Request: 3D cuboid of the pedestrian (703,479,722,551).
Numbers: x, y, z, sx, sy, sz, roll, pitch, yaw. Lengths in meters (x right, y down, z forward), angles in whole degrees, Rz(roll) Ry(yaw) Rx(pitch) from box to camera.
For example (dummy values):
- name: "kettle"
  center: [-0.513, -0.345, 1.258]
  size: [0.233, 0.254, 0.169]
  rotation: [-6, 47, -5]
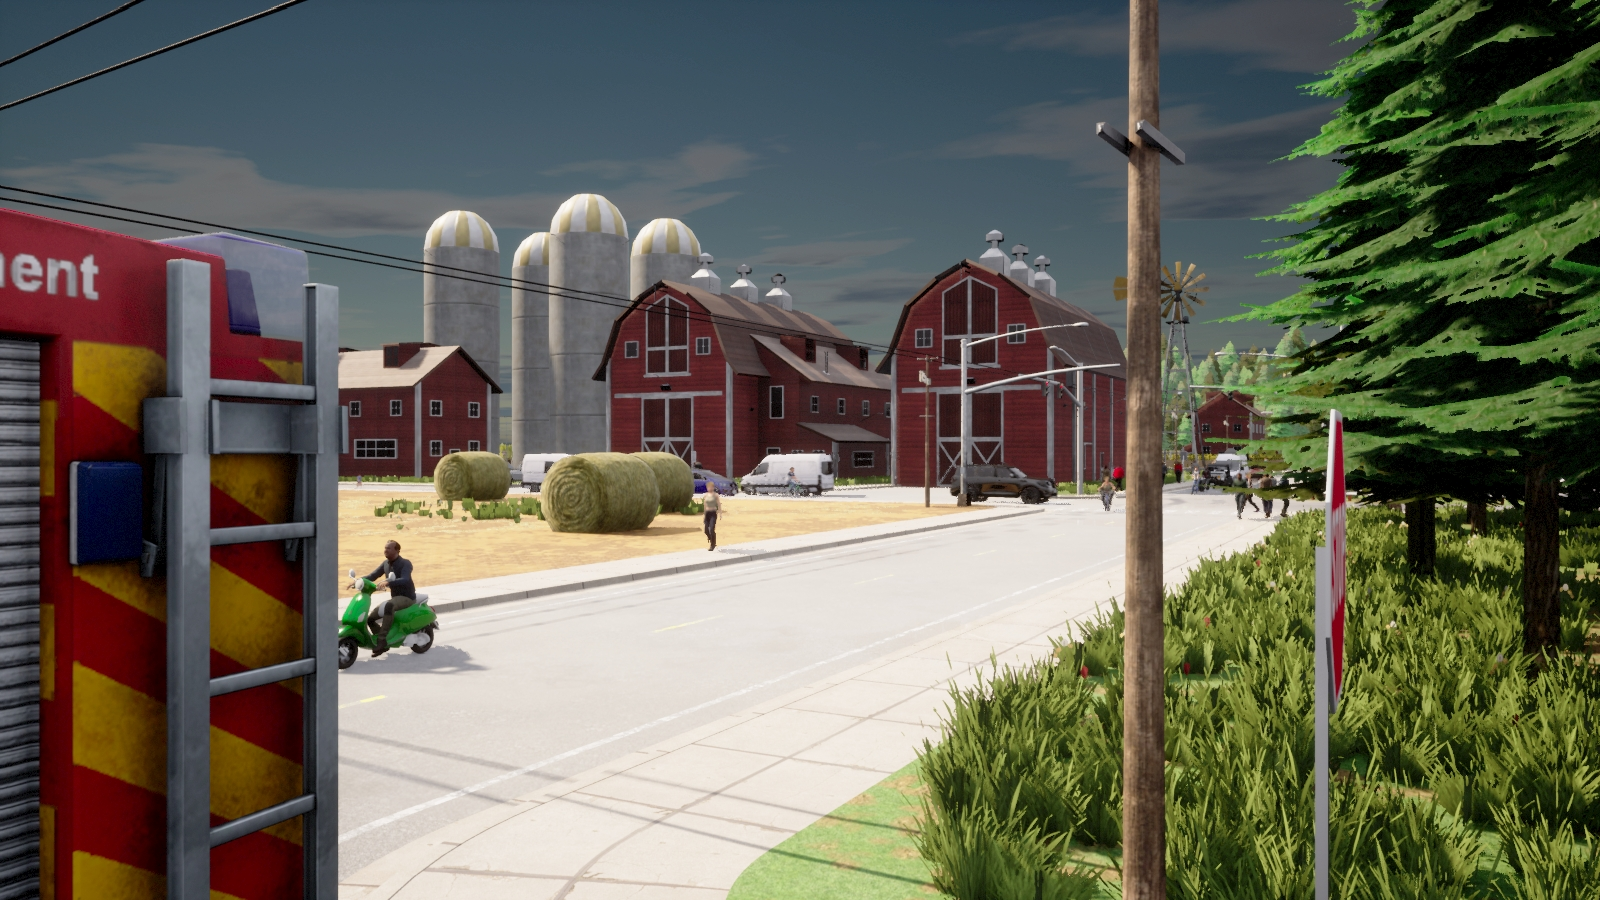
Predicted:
- name: "pedestrian"
  center: [-2.294, 1.694, 30.041]
  size: [0.375, 1.860, 0.375]
  rotation: [0, 0, 25]

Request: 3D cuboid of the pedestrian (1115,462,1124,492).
- name: "pedestrian"
  center: [20.167, 1.696, 72.125]
  size: [0.375, 1.860, 0.375]
  rotation: [0, 0, -45]

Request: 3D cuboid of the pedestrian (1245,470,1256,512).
- name: "pedestrian"
  center: [20.189, 1.841, 51.174]
  size: [0.375, 1.860, 0.375]
  rotation: [0, 0, 32]

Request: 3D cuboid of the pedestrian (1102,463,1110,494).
- name: "pedestrian"
  center: [18.327, 1.696, 68.460]
  size: [0.375, 1.860, 0.375]
  rotation: [0, 0, 37]

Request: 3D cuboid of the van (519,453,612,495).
- name: "van"
  center: [-15.055, 1.508, 73.379]
  size: [5.915, 2.561, 1.988]
  rotation: [0, 0, 27]

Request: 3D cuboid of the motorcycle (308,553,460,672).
- name: "motorcycle"
  center: [-5.561, 2.142, 15.387]
  size: [0.856, 1.316, 1.805]
  rotation: [0, 0, 28]

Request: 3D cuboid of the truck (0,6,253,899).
- name: "truck"
  center: [-6.097, 0.866, 3.623]
  size: [8.468, 3.827, 2.891]
  rotation: [0, 0, 22]

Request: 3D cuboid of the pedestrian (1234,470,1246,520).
- name: "pedestrian"
  center: [16.722, 1.696, 43.385]
  size: [0.375, 1.860, 0.375]
  rotation: [0, 0, 29]

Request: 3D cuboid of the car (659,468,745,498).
- name: "car"
  center: [-5.896, 1.940, 68.671]
  size: [4.611, 1.667, 2.242]
  rotation: [0, 0, 27]

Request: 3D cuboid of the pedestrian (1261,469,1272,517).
- name: "pedestrian"
  center: [18.340, 1.695, 44.931]
  size: [0.375, 1.860, 0.375]
  rotation: [0, 0, 22]

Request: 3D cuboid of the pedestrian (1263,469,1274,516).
- name: "pedestrian"
  center: [18.796, 1.694, 45.816]
  size: [0.375, 1.860, 0.375]
  rotation: [0, 0, 27]

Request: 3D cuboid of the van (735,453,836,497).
- name: "van"
  center: [-0.916, 1.500, 70.069]
  size: [5.915, 2.561, 1.988]
  rotation: [0, 0, 27]

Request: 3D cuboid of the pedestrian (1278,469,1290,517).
- name: "pedestrian"
  center: [19.022, 1.694, 44.896]
  size: [0.375, 1.860, 0.375]
  rotation: [0, 0, 33]

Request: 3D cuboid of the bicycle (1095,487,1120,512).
- name: "bicycle"
  center: [14.057, 2.254, 52.206]
  size: [0.859, 1.080, 1.487]
  rotation: [-2, 0, 23]

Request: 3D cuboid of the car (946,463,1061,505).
- name: "car"
  center: [10.683, 1.753, 60.122]
  size: [5.566, 2.045, 2.150]
  rotation: [0, 0, 27]
